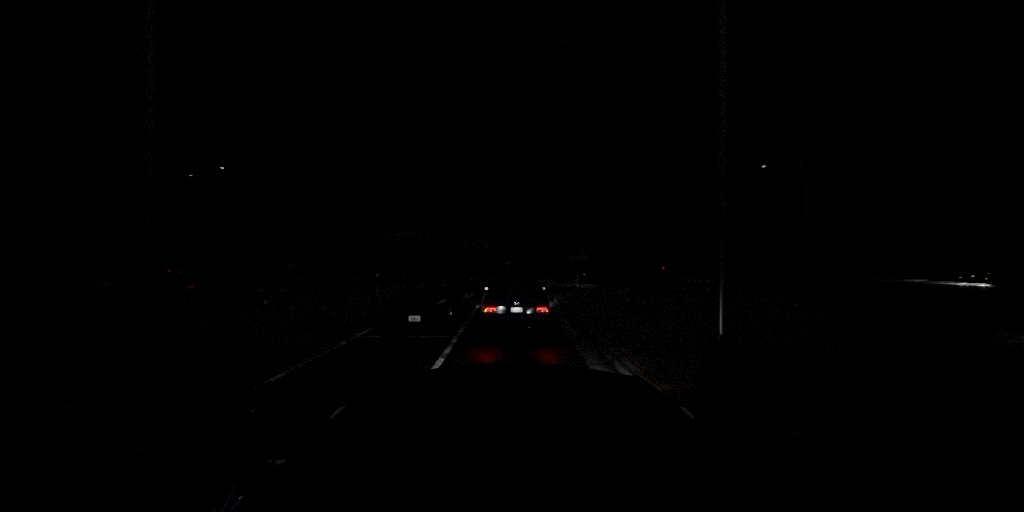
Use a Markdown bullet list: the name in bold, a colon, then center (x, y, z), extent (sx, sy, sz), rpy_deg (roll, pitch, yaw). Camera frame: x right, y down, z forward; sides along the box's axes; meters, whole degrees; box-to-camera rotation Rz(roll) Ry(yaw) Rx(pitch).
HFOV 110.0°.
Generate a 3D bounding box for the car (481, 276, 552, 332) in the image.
- **car**: center (0.102, 1.297, 10.837), extent (2.033, 1.411, 5.357), rpy_deg (0, 0, 0)

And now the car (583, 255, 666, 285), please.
- **car**: center (7.905, 0.943, 25.362), extent (5.566, 2.045, 2.150), rpy_deg (0, 0, 0)

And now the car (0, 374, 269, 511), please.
- **car**: center (-2.639, 1.316, 0.932), extent (1.948, 1.339, 4.313), rpy_deg (0, 0, 0)

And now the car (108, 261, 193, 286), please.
- **car**: center (-25.607, 1.158, 25.434), extent (4.553, 1.767, 2.097), rpy_deg (0, 0, 0)

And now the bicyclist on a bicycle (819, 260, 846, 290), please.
- **bicyclist on a bicycle**: center (17.390, 1.021, 19.483), extent (0.582, 1.620, 1.656), rpy_deg (0, 0, 0)

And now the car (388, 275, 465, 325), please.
- **car**: center (-2.619, 1.315, 11.836), extent (1.948, 1.339, 4.313), rpy_deg (0, 0, 0)

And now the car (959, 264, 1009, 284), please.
- **car**: center (34.521, 1.239, 25.290), extent (4.181, 1.385, 1.994), rpy_deg (0, 0, 0)
